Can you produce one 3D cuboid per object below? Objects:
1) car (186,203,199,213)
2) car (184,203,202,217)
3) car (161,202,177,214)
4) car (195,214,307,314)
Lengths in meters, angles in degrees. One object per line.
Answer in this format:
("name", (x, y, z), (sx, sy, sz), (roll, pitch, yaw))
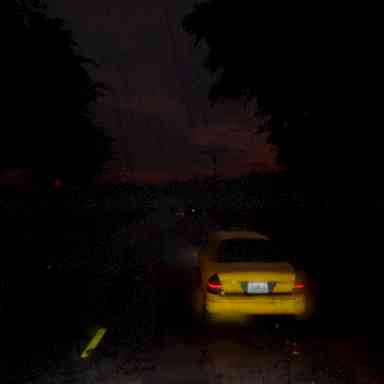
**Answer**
("car", (0.068, 2.213, 47.741), (1.895, 1.301, 4.718), (0, -1, 0))
("car", (0.135, 2.015, 37.697), (1.994, 1.385, 4.181), (0, -1, 0))
("car", (-2.942, 2.021, 43.446), (1.882, 1.535, 5.008), (0, -1, 0))
("car", (1.062, 1.540, 7.908), (1.801, 1.575, 5.366), (0, -1, 0))
